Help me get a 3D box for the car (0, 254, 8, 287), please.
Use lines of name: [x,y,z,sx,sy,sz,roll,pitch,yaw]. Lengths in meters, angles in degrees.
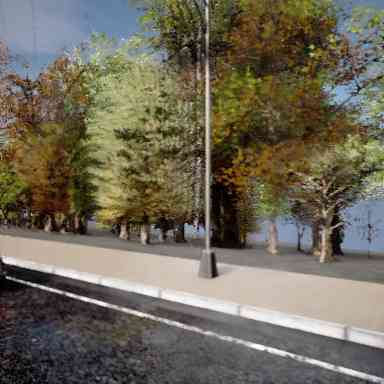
car: [-6.428,1.679,8.234,4.181,1.385,1.994,-1,0,35]
